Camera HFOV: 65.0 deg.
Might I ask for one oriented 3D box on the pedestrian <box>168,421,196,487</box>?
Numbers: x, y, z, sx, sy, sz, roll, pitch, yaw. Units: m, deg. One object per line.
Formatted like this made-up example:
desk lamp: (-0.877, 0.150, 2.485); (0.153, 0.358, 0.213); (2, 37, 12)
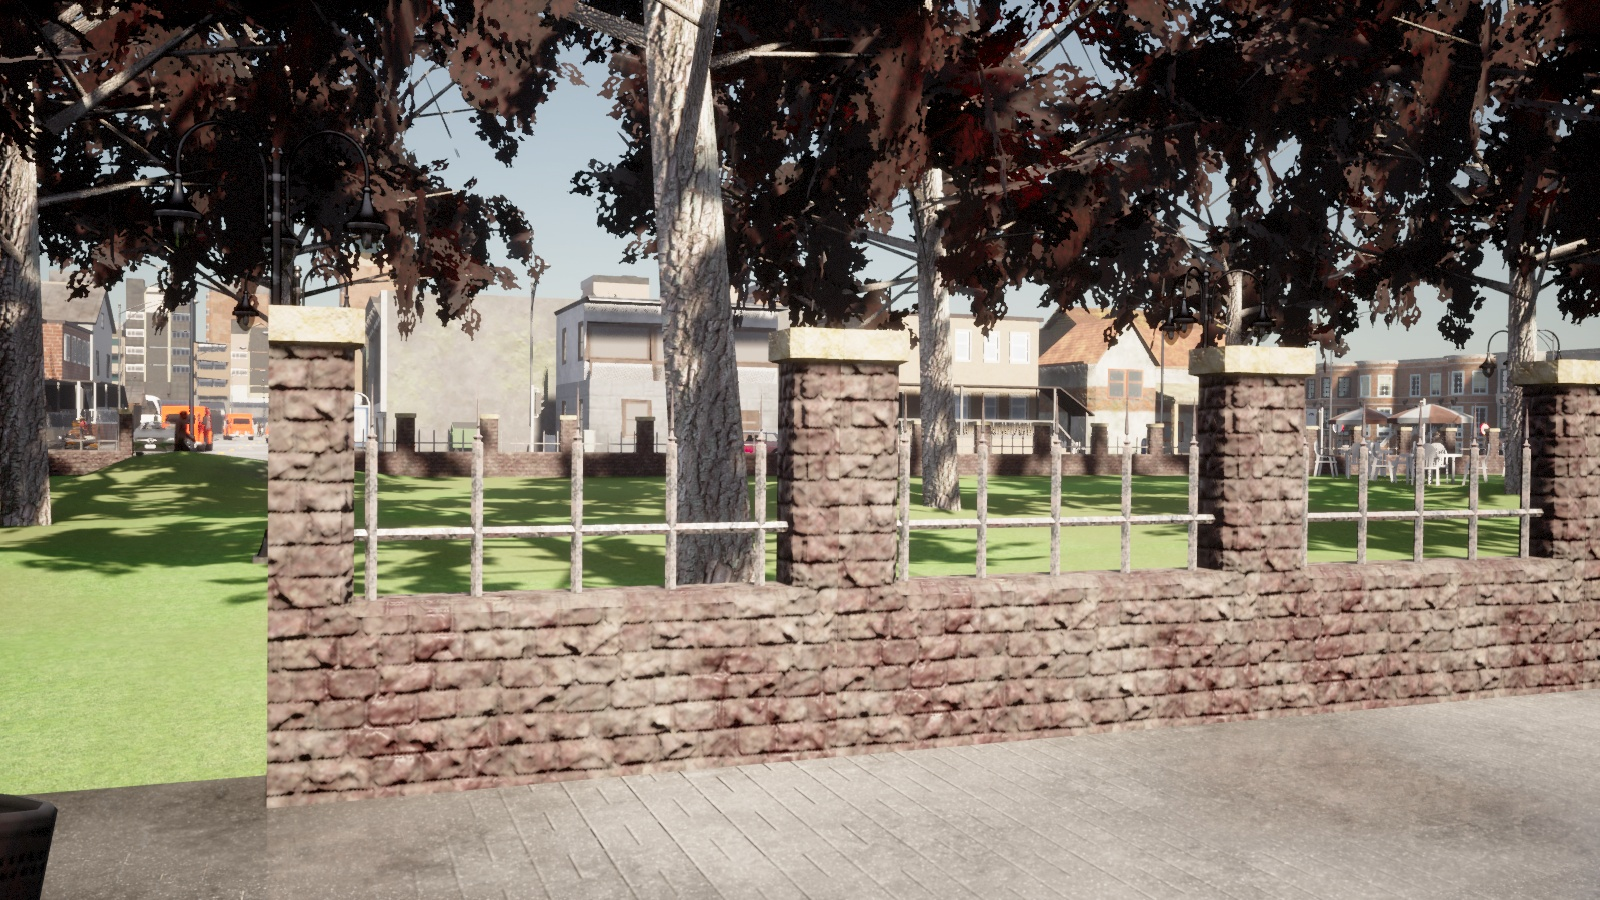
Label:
pedestrian: (-17.498, 0.118, 35.568); (0.634, 1.846, 0.331); (-1, 1, -20)

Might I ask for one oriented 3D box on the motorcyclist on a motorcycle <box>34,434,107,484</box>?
motorcyclist on a motorcycle: (-25.811, 0.303, 44.499); (0.766, 1.649, 2.350); (-3, 1, 12)

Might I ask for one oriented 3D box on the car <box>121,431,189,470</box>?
car: (-28.946, -0.030, 56.538); (2.152, 1.651, 5.027); (-1, 1, -21)

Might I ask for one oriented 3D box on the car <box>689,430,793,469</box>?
car: (-2.411, -0.045, 51.313); (3.806, 1.475, 1.970); (-1, 1, -21)

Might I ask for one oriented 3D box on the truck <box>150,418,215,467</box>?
truck: (-33.141, -0.430, 67.572); (2.627, 2.467, 5.204); (-1, 1, -21)
